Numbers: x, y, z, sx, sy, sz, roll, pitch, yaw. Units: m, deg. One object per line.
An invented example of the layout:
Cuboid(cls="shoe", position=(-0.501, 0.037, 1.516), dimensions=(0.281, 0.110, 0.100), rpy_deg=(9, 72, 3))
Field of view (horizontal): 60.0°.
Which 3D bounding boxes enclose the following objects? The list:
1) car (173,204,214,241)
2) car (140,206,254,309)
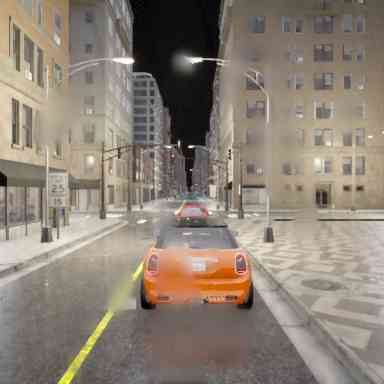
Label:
Cuboid(cls="car", position=(0.070, 1.477, 17.618), dimensions=(1.882, 1.535, 5.008), rpy_deg=(0, 0, 0))
Cuboid(cls="car", position=(0.083, 1.352, 8.018), dimensions=(2.097, 1.767, 4.553), rpy_deg=(0, 0, 0))
